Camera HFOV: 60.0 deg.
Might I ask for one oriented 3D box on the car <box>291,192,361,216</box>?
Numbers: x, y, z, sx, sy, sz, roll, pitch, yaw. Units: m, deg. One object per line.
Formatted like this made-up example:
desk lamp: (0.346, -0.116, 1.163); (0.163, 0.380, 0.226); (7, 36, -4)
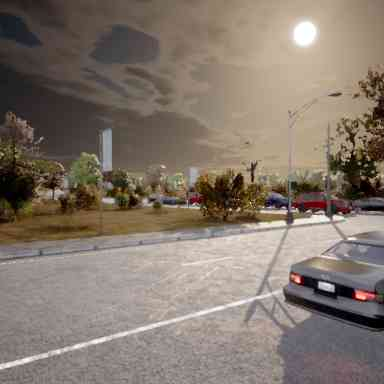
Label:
car: (12.263, 1.048, 31.151); (2.150, 2.045, 5.566); (0, 0, -33)

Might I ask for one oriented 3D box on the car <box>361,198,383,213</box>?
car: (17.350, 1.286, 31.081); (2.128, 1.511, 4.902); (-1, 0, -39)

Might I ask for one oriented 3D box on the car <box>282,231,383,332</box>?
car: (4.143, 1.524, 6.719); (5.357, 1.411, 2.033); (0, 0, -36)

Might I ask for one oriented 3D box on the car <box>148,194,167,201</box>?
car: (-7.658, 1.239, 73.405); (1.882, 1.535, 5.008); (-1, 0, -38)

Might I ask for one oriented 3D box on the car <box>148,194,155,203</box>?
car: (-6.022, 1.161, 60.097); (2.097, 1.767, 4.553); (-1, 0, -38)

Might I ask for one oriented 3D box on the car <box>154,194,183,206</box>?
car: (-3.049, 1.380, 50.778); (2.033, 1.411, 5.357); (-1, 0, -39)

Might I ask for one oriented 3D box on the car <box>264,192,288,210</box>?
car: (9.703, 1.022, 40.543); (2.150, 2.045, 5.566); (-1, 0, -39)

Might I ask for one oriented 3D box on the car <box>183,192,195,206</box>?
car: (1.610, 1.024, 50.567); (2.150, 2.045, 5.566); (-1, 1, -39)
